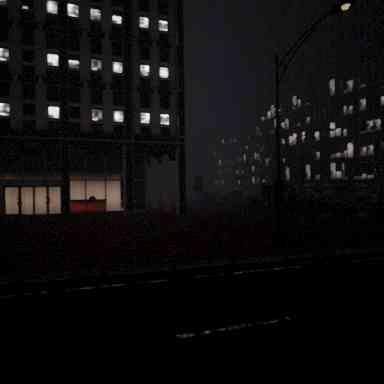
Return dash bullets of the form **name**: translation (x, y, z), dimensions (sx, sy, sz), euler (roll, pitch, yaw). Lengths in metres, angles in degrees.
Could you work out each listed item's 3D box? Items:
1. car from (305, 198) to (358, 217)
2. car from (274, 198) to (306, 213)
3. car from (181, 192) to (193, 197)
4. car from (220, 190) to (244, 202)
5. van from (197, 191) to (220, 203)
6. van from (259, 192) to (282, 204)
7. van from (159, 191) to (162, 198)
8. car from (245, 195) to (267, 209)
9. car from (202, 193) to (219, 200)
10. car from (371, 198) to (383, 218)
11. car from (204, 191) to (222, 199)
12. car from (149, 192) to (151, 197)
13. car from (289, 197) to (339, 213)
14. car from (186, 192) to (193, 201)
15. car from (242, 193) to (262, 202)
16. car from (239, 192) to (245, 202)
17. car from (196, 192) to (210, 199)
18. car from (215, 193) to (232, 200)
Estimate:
- **car**: translation (12.497, 1.446, 29.374), dimensions (1.947, 1.339, 4.313), euler (0, 1, -20)
- **car**: translation (10.531, 1.410, 34.709), dimensions (1.802, 1.307, 4.206), euler (0, 1, -20)
- **car**: translation (-1.338, 0.716, 90.932), dimensions (2.008, 1.369, 4.403), euler (0, 1, -20)
- **car**: translation (7.532, 0.736, 59.647), dimensions (2.150, 2.045, 5.566), euler (-1, 1, -20)
- **van**: translation (2.705, 0.958, 56.049), dimensions (1.690, 1.788, 3.998), euler (0, 1, -20)
- **van**: translation (12.540, 0.884, 53.644), dimensions (1.690, 1.788, 3.998), euler (0, 1, -20)
- **van**: translation (-7.209, 0.687, 82.682), dimensions (1.690, 1.788, 3.998), euler (0, 1, -20)
- **car**: translation (8.603, 1.341, 40.055), dimensions (1.947, 1.339, 4.313), euler (0, 1, -20)
- **car**: translation (3.837, 0.939, 69.590), dimensions (1.812, 1.442, 4.674), euler (-1, 1, -20)
- **car**: translation (16.602, 1.231, 26.171), dimensions (2.097, 1.767, 4.553), euler (-1, 1, -21)
- **car**: translation (4.610, 0.643, 74.951), dimensions (2.192, 1.841, 5.009), euler (0, 1, -20)
- **car**: translation (-9.191, 0.732, 88.009), dimensions (1.967, 1.590, 4.097), euler (0, 1, -20)
- **car**: translation (13.006, 1.333, 35.792), dimensions (2.033, 1.411, 5.357), euler (-1, 1, -20)
- **car**: translation (-1.261, 1.060, 66.705), dimensions (2.008, 1.369, 4.403), euler (0, 1, -20)
- **car**: translation (9.412, 1.239, 45.458), dimensions (2.033, 1.411, 5.357), euler (-1, 1, -20)
- **car**: translation (10.559, 1.072, 58.974), dimensions (1.802, 1.307, 4.206), euler (0, 1, -20)
- **car**: translation (2.627, 0.714, 80.278), dimensions (1.967, 1.590, 4.097), euler (0, 1, -20)
- **car**: translation (6.593, 0.964, 69.627), dimensions (1.802, 1.307, 4.206), euler (0, 1, -20)
